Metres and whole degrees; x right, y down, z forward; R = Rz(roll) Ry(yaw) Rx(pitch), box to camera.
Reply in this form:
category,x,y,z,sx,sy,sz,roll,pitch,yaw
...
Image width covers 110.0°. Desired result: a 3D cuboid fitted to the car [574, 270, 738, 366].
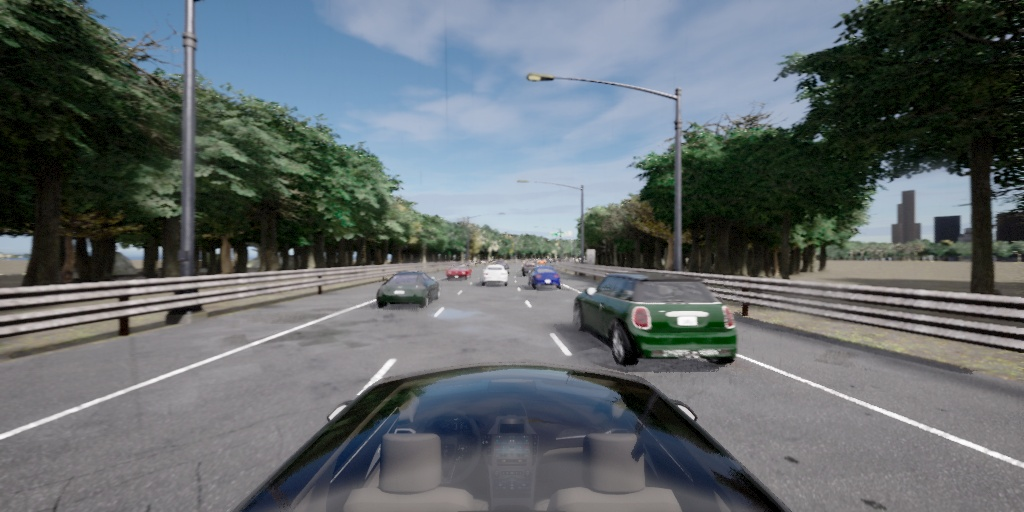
category,x,y,z,sx,sy,sz,roll,pitch,yaw
car,2.897,1.156,8.316,2.097,1.767,4.553,0,0,-4

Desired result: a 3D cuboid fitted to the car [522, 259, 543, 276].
category,x,y,z,sx,sy,sz,roll,pitch,yaw
car,2.147,1.486,41.936,2.128,1.511,4.902,0,0,1

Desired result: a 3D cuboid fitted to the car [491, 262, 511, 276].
category,x,y,z,sx,sy,sz,roll,pitch,yaw
car,-1.217,1.473,42.595,2.128,1.511,4.902,0,0,1

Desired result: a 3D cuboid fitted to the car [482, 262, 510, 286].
category,x,y,z,sx,sy,sz,roll,pitch,yaw
car,-1.255,1.423,27.274,1.812,1.442,4.674,0,0,-1

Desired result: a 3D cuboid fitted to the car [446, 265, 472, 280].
category,x,y,z,sx,sy,sz,roll,pitch,yaw
car,-4.820,1.513,33.456,1.895,1.301,4.718,0,0,0

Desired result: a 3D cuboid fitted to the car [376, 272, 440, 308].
category,x,y,z,sx,sy,sz,roll,pitch,yaw
car,-4.400,1.377,15.715,1.994,1.385,4.181,0,0,-3

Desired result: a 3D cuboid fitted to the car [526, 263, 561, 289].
category,x,y,z,sx,sy,sz,roll,pitch,yaw
car,2.185,1.426,24.548,1.812,1.442,4.674,0,0,-1
